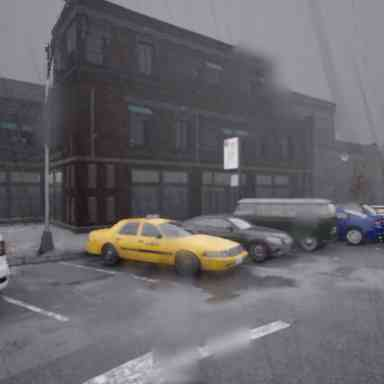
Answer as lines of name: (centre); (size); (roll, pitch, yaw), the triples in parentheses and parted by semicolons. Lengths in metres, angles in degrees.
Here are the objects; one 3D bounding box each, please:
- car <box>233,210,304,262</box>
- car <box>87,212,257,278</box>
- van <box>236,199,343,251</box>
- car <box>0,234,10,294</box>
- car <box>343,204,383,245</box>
car: (1.315, 1.528, 12.123); (4.674, 1.452, 2.002); (-1, -1, 34)
car: (-0.966, 1.482, 10.256); (5.366, 1.575, 1.946); (-1, -1, 34)
van: (3.653, 1.263, 13.936); (4.442, 1.987, 1.878); (-1, -1, 34)
car: (-6.022, 1.237, 6.851); (5.566, 2.045, 2.435); (-1, -1, 34)
car: (6.195, 1.487, 15.617); (5.008, 1.535, 2.097); (-1, -1, 34)
